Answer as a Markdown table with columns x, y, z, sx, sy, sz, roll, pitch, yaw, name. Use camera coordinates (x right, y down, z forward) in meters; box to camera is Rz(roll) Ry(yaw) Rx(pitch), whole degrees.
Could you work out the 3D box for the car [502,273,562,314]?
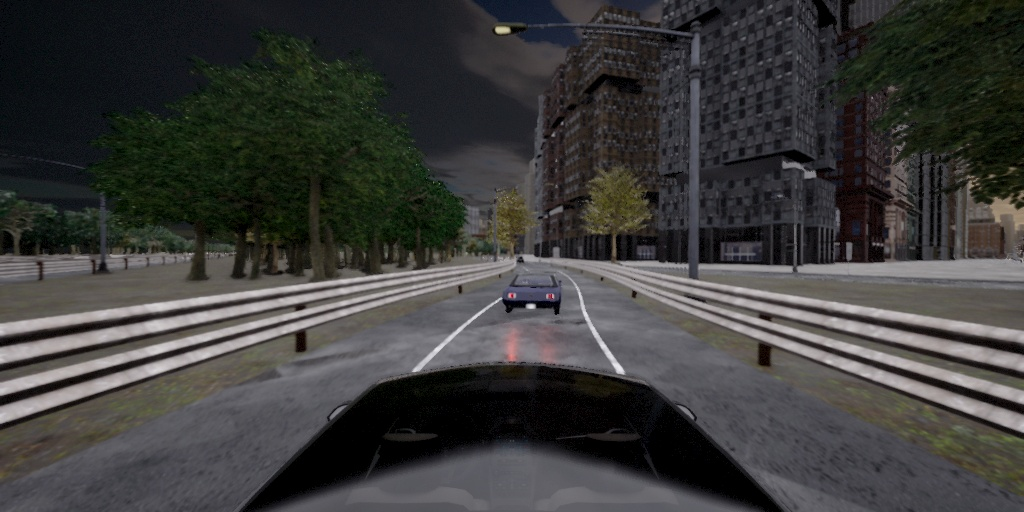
| x | y | z | sx | sy | sz | roll | pitch | yaw | name |
| --- | --- | --- | --- | --- | --- | --- | --- | --- | --- |
| 0.916 | 1.279 | 13.462 | 1.895 | 1.301 | 4.718 | 0 | 0 | 8 | car |
